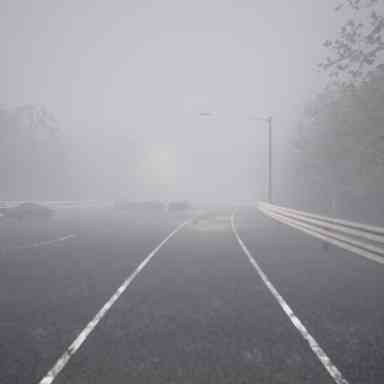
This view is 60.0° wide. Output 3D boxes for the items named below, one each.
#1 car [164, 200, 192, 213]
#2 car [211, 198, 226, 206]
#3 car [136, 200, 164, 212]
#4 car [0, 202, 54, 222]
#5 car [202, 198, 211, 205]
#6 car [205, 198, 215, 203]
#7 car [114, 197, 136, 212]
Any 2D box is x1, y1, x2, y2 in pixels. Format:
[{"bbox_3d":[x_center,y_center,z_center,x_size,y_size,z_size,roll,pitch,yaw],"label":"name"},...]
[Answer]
[{"bbox_3d":[-1.412,1.703,41.006,1.882,1.535,5.008,0,-1,14],"label":"car"},{"bbox_3d":[5.892,1.974,69.733,2.097,1.767,4.553,0,-1,14],"label":"car"},{"bbox_3d":[-4.792,1.703,41.922,2.128,1.511,4.902,0,-1,14],"label":"car"},{"bbox_3d":[-12.620,1.483,25.408,1.812,1.442,4.674,0,-1,14],"label":"car"},{"bbox_3d":[3.517,2.192,74.579,1.812,1.442,4.674,0,-1,14],"label":"car"},{"bbox_3d":[5.223,2.465,95.464,1.812,1.442,4.674,0,-1,14],"label":"car"},{"bbox_3d":[-8.185,1.549,42.784,2.097,1.767,4.553,0,-1,14],"label":"car"}]
